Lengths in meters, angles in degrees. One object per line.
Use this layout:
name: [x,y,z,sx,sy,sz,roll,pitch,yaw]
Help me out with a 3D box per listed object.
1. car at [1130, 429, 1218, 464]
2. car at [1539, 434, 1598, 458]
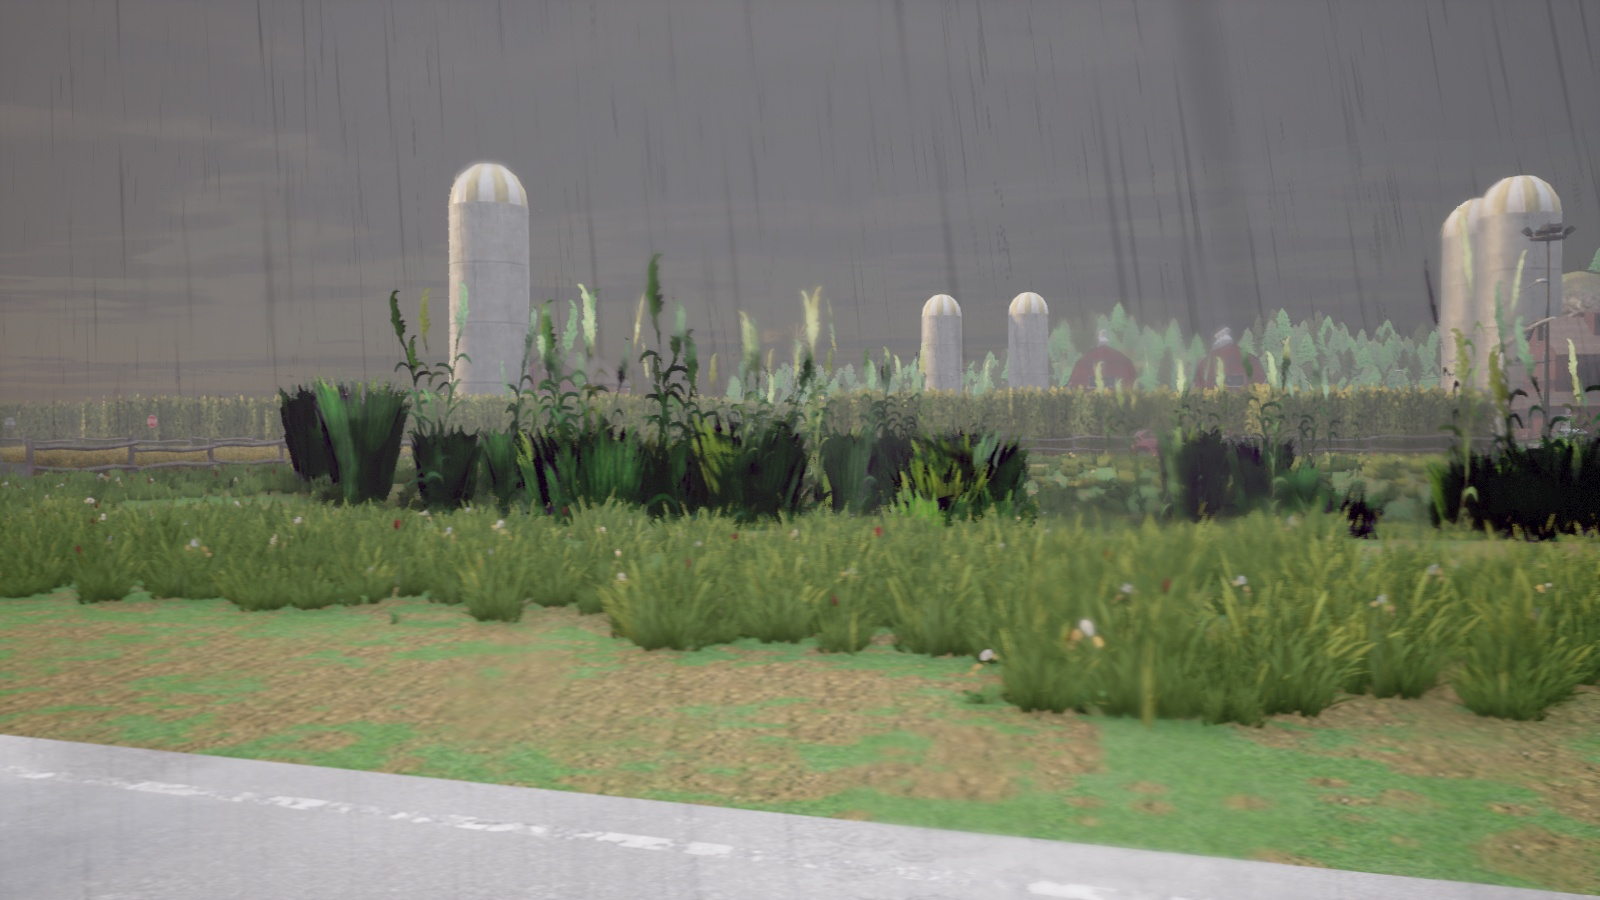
car: [18.143,-0.192,61.109,3.988,1.617,1.851,1,1,13]
car: [50.406,-0.267,82.467,1.837,1.490,4.892,1,1,13]
